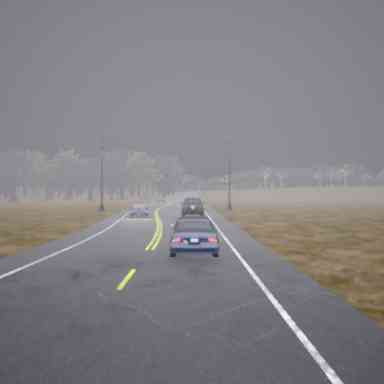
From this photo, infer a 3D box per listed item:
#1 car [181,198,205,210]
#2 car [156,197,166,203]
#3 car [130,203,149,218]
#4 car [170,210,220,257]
[{"bbox_3d":[0.078,1.556,32.962,2.150,2.045,5.566,0,-1,0],"label":"car"},{"bbox_3d":[-7.041,1.822,76.455,1.812,1.442,4.674,0,0,0],"label":"car"},{"bbox_3d":[-5.387,1.873,34.193,1.812,1.442,4.674,0,0,-7],"label":"car"},{"bbox_3d":[0.085,1.689,13.609,2.033,1.411,5.357,0,-1,0],"label":"car"}]
